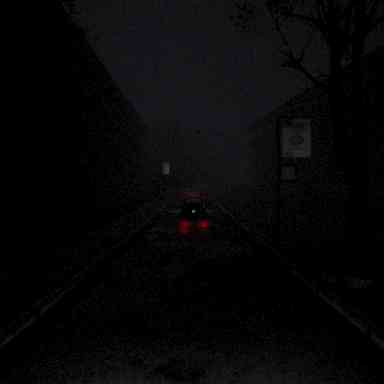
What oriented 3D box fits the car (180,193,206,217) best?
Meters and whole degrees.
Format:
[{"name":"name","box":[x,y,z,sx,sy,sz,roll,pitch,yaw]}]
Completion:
[{"name":"car","box":[0.097,1.072,25.528,1.812,1.442,4.674,0,2,0]}]

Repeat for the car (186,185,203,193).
[{"name":"car","box":[0.107,0.232,42.658,1.882,1.535,5.008,0,3,0]}]
